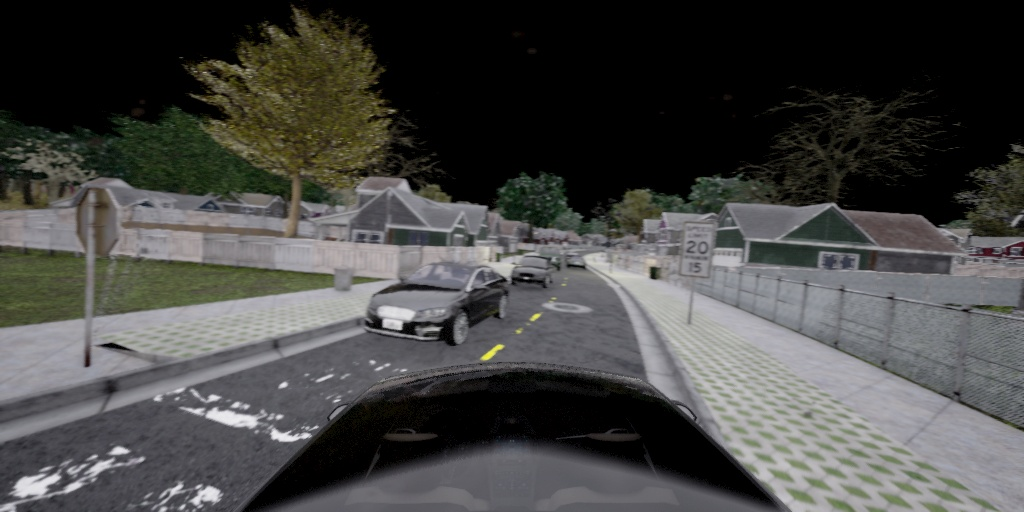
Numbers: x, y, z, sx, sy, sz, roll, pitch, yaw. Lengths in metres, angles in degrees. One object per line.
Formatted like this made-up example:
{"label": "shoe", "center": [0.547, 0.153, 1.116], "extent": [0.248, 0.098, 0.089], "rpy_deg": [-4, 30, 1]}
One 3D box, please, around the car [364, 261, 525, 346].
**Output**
{"label": "car", "center": [-1.424, 0.906, 8.621], "extent": [2.128, 1.511, 4.902], "rpy_deg": [5, 2, 15]}

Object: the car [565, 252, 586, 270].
{"label": "car", "center": [6.814, 0.609, 38.145], "extent": [1.994, 1.385, 4.181], "rpy_deg": [5, 2, 7]}

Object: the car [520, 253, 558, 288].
{"label": "car", "center": [1.180, 0.768, 19.316], "extent": [1.837, 1.490, 4.892], "rpy_deg": [5, 2, 11]}

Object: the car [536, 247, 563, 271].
{"label": "car", "center": [3.461, 0.175, 33.430], "extent": [2.150, 2.045, 5.566], "rpy_deg": [5, 2, 7]}
